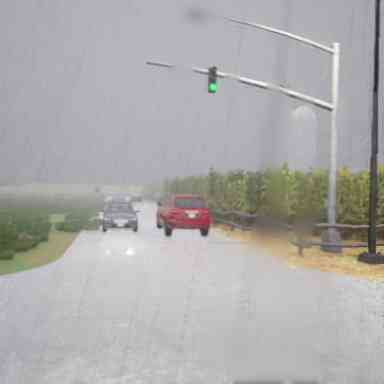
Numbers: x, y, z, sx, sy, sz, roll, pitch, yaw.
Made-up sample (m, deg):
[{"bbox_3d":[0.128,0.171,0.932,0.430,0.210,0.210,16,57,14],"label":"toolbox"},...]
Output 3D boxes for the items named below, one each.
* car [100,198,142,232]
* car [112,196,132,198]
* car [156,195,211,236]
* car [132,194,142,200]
[{"bbox_3d":[-4.063,1.348,18.843,2.128,1.511,4.902,1,0,-13],"label":"car"},{"bbox_3d":[-6.984,1.258,31.719,1.837,1.490,4.892,1,1,-13],"label":"car"},{"bbox_3d":[-0.602,1.156,18.059,2.150,2.045,5.566,1,0,-13],"label":"car"},{"bbox_3d":[-9.819,1.095,58.436,1.882,1.535,5.008,1,0,-13],"label":"car"}]
